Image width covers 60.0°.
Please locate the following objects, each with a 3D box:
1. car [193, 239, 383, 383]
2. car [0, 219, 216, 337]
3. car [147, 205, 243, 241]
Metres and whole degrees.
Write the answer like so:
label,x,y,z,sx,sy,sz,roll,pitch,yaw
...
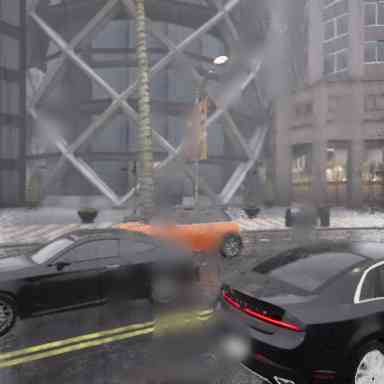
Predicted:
label,x,y,z,sx,sy,sz,roll,pitch,yaw
car,2.650,1.478,4.775,4.892,1.490,1.837,0,0,-27
car,-2.043,1.464,6.434,4.674,1.442,1.812,0,0,-30
car,-0.606,1.262,11.049,4.553,1.767,2.097,0,1,-24
